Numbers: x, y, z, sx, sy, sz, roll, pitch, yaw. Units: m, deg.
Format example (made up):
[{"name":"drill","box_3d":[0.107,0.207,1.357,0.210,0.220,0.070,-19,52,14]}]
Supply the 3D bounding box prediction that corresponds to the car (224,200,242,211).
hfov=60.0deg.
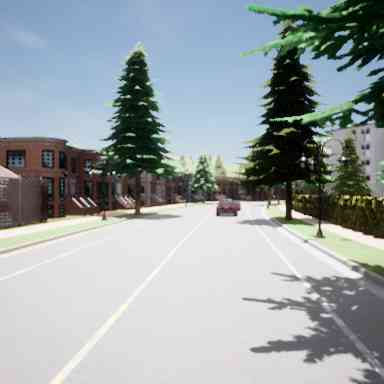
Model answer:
[{"name":"car","box_3d":[5.509,1.799,44.592,1.994,1.385,4.181,0,0,12]}]

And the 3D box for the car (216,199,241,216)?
[{"name":"car","box_3d":[3.692,1.534,34.647,2.097,1.767,4.553,0,0,9]}]
